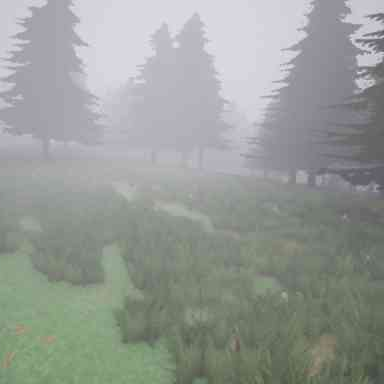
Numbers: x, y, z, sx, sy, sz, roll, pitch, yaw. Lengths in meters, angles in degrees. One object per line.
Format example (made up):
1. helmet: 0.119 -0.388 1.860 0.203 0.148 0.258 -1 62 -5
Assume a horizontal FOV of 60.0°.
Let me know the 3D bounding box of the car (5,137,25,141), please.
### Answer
1. car: -23.008 -6.428 41.716 1.812 1.442 4.674 4 8 -4
